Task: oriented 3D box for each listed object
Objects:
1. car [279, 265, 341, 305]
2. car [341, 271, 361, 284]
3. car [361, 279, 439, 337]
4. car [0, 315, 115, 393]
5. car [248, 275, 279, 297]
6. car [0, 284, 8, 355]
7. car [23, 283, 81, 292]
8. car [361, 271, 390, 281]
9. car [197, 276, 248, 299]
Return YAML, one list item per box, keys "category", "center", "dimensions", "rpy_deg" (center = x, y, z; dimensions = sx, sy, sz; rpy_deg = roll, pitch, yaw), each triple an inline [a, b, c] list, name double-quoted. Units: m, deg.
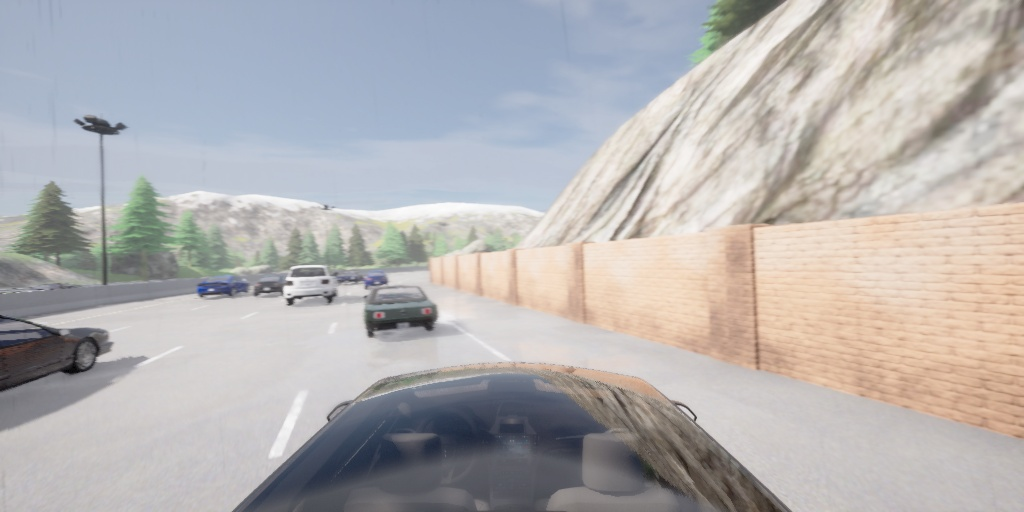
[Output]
- category: "car"
  center: [-11.232, 1.537, 20.363]
  dimensions: [2.150, 2.045, 5.566]
  rpy_deg: [-2, 0, -23]
- category: "car"
  center: [-16.919, 2.285, 37.949]
  dimensions: [1.895, 1.301, 4.718]
  rpy_deg: [-2, -1, -11]
- category: "car"
  center: [-3.688, 1.573, 11.399]
  dimensions: [1.895, 1.301, 4.718]
  rpy_deg: [-2, -1, -23]
- category: "car"
  center: [-8.740, 1.624, 5.335]
  dimensions: [2.033, 1.411, 5.357]
  rpy_deg: [-2, -1, -23]
- category: "car"
  center: [-17.356, 2.104, 26.338]
  dimensions: [1.812, 1.442, 4.674]
  rpy_deg: [-2, 0, -20]
- category: "car"
  center: [-13.132, 1.588, 6.761]
  dimensions: [2.097, 1.767, 4.553]
  rpy_deg: [-2, -1, -23]
- category: "car"
  center: [-31.710, 2.602, 24.779]
  dimensions: [1.994, 1.385, 4.181]
  rpy_deg: [-2, -1, -18]
- category: "car"
  center: [-11.192, 1.936, 29.860]
  dimensions: [1.812, 1.442, 4.674]
  rpy_deg: [-2, 0, -19]
- category: "car"
  center: [-21.137, 2.183, 26.517]
  dimensions: [1.882, 1.535, 5.008]
  rpy_deg: [-2, 0, -19]
